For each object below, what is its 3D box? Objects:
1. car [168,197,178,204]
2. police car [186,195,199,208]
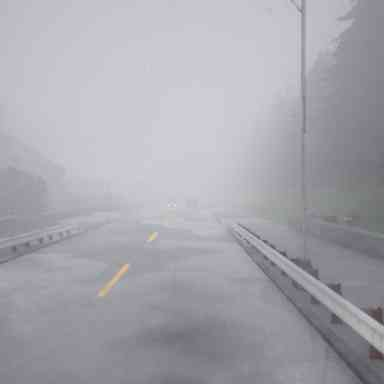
[{"bbox_3d":[-3.962,1.713,68.230,2.128,1.511,4.902,0,0,0],"label":"car"},{"bbox_3d":[0.033,1.650,53.402,1.930,1.638,5.238,0,-1,0],"label":"police car"}]
